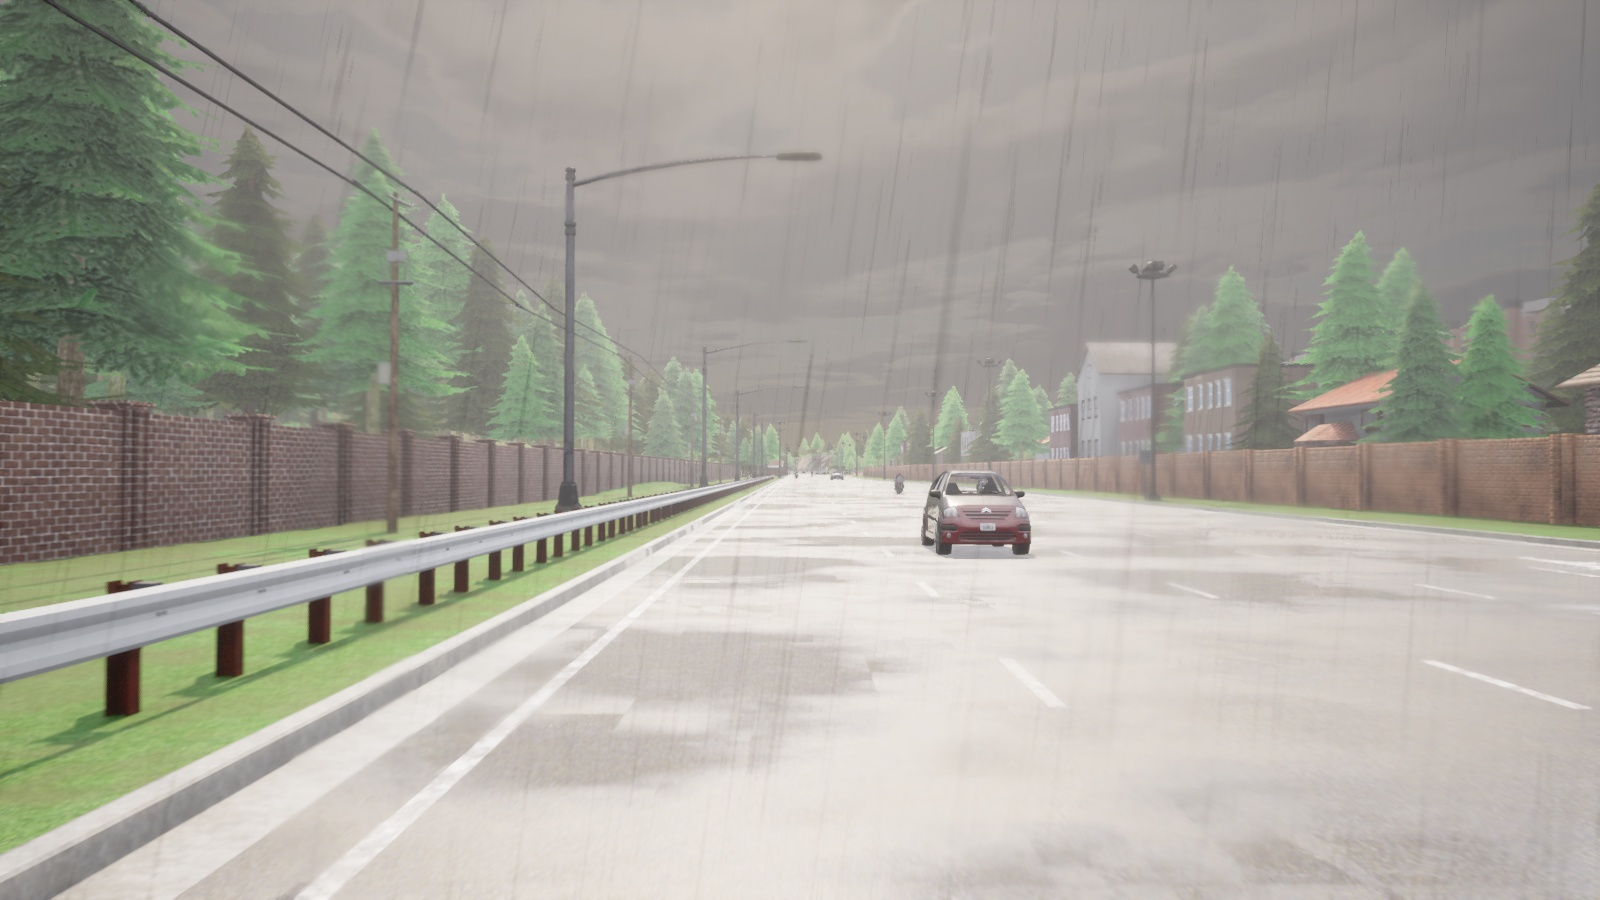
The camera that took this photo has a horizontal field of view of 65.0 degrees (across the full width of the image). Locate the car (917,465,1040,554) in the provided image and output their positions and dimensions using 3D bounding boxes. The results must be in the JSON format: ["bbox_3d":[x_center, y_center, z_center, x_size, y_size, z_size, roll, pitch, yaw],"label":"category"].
[{"bbox_3d":[3.438,1.116,24.878,1.851,1.617,3.988,0,-1,0],"label":"car"}]
